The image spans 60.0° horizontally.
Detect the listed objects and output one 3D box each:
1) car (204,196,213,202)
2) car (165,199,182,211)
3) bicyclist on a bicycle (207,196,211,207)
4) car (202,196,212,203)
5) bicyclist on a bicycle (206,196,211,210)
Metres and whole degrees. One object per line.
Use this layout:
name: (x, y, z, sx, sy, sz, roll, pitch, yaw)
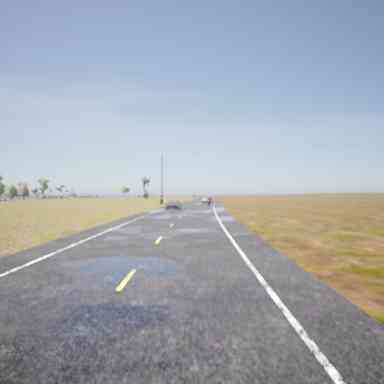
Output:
car: (4.067, 1.750, 83.587, 2.128, 1.511, 4.902, 0, 0, 4)
car: (-2.375, 1.674, 43.934, 2.033, 1.411, 5.357, 0, 0, 3)
bicyclist on a bicycle: (2.808, 1.526, 54.479, 0.659, 1.776, 1.843, 0, 0, 4)
car: (3.223, 1.801, 72.759, 1.895, 1.301, 4.718, 0, 0, 5)
bicyclist on a bicycle: (2.212, 1.581, 44.627, 0.582, 1.620, 1.656, 0, -1, 3)
